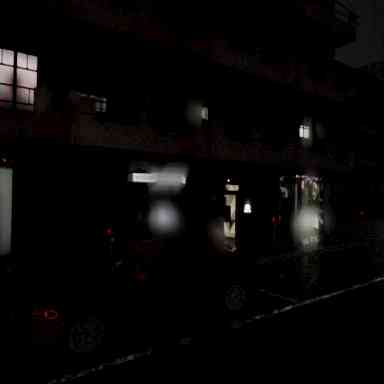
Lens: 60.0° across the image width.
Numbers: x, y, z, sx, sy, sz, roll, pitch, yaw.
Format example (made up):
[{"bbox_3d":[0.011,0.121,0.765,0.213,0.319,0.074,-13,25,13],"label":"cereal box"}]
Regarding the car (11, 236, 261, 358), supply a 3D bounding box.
[{"bbox_3d":[-0.725,1.546,6.030,4.507,1.381,1.887,0,1,-36],"label":"car"}]
